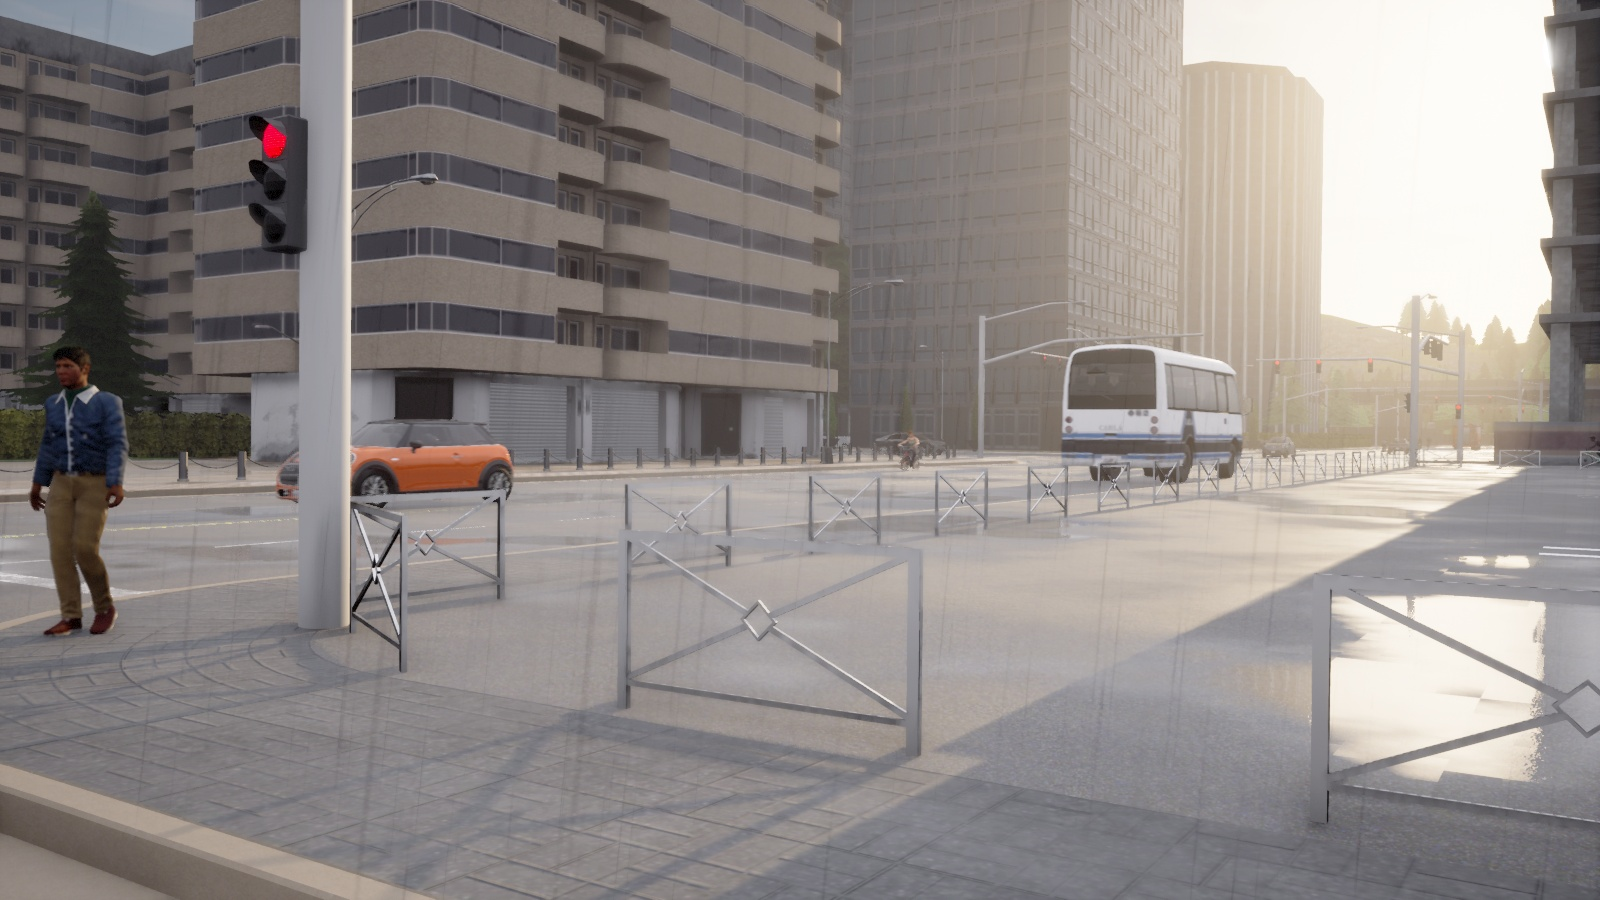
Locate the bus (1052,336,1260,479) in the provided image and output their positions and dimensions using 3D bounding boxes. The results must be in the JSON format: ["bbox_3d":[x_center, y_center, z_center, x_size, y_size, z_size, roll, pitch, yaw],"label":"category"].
[{"bbox_3d":[12.379,-1.340,42.670,3.944,4.253,10.273,0,1,33],"label":"bus"}]

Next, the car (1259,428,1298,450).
[{"bbox_3d":[33.980,-0.779,89.108,1.845,1.501,3.633,0,1,33],"label":"car"}]

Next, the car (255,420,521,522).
[{"bbox_3d":[-7.814,0.329,24.258,2.097,1.767,4.553,0,1,33],"label":"car"}]

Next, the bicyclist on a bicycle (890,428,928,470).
[{"bbox_3d":[4.296,-0.047,49.501,0.866,1.612,1.509,0,1,33],"label":"bicyclist on a bicycle"}]

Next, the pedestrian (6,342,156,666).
[{"bbox_3d":[-4.542,0.322,7.977,0.423,1.949,0.788,0,1,5],"label":"pedestrian"}]

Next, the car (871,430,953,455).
[{"bbox_3d":[7.135,-0.473,79.934,4.892,1.490,1.837,-1,1,33],"label":"car"}]
